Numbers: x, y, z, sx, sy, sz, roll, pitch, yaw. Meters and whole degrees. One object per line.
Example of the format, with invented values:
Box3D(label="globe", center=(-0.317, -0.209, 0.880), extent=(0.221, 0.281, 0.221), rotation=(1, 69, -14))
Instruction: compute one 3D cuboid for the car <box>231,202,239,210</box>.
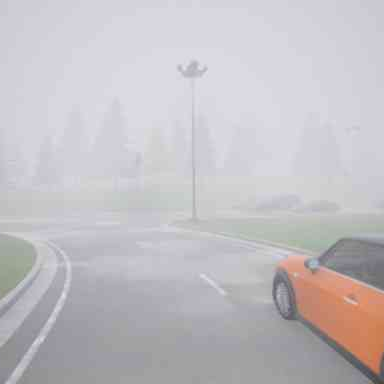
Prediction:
Box3D(label="car", center=(7.389, 1.503, 42.816), extent=(4.553, 1.767, 2.097), rotation=(-1, 0, -12))

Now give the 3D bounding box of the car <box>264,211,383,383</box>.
Box3D(label="car", center=(2.788, 1.340, 4.609), extent=(2.097, 1.767, 4.553), rotation=(-1, 0, -7))

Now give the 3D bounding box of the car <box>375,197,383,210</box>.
Box3D(label="car", center=(24.628, 1.478, 39.229), extent=(4.718, 1.301, 1.895), rotation=(-1, 0, -12))

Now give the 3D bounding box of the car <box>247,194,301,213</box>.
Box3D(label="car", center=(9.326, 1.300, 36.066), extent=(5.566, 2.045, 2.150), rotation=(-1, 0, -12))

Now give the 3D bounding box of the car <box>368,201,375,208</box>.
Box3D(label="car", center=(25.225, 1.384, 42.913), extent=(4.902, 1.511, 2.128), rotation=(-1, 0, -11))

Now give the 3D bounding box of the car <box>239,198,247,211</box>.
Box3D(label="car", center=(8.410, 1.642, 39.456), extent=(4.674, 1.442, 1.812), rotation=(-1, 0, -12))

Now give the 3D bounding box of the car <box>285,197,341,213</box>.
Box3D(label="car", center=(12.346, 1.510, 33.126), extent=(4.902, 1.511, 2.128), rotation=(-1, 0, -12))
